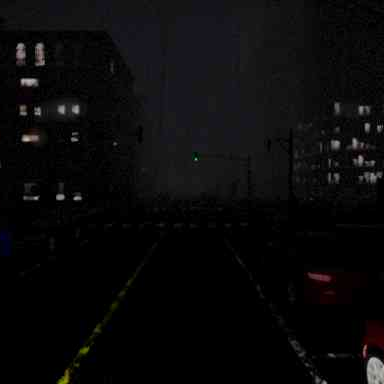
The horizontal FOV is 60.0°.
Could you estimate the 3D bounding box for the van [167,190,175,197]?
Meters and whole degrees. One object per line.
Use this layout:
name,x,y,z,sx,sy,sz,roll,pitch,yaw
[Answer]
van,-5.692,0.477,90.614,1.690,1.788,3.998,-1,1,0

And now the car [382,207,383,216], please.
car,16.721,1.480,25.168,4.403,1.369,2.008,0,1,1

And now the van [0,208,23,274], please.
van,-5.704,1.276,7.383,1.690,1.788,3.998,-1,0,0

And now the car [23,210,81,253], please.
car,-5.700,1.437,12.964,2.008,1.369,4.403,-1,0,0

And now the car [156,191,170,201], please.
car,-5.693,0.992,62.386,1.947,1.339,4.313,-1,1,0

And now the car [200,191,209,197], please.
car,2.651,0.976,51.126,1.967,1.590,4.097,-1,1,0

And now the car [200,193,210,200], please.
car,2.655,0.914,68.064,1.887,1.381,4.507,-1,1,0

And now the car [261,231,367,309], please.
car,2.680,1.517,7.419,1.802,1.307,4.206,-1,0,0

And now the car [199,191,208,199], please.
car,2.655,0.695,79.353,1.967,1.590,4.097,-1,1,0

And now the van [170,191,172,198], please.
van,-5.695,0.711,68.030,1.690,1.788,3.998,-1,1,0

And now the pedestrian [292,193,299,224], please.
pedestrian,6.137,0.976,19.824,0.375,1.860,0.375,-1,1,0

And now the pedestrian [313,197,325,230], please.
pedestrian,7.035,1.152,18.628,0.375,1.860,0.375,-1,1,0

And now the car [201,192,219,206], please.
car,2.652,1.135,45.481,1.887,1.381,4.507,-1,1,0

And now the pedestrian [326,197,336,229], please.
pedestrian,8.137,1.205,19.229,0.375,1.860,0.375,-1,1,0

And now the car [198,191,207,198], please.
car,2.662,0.636,84.999,1.967,1.590,4.097,-1,1,0

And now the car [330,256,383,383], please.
car,2.679,1.528,1.838,1.887,1.381,4.507,-1,0,0

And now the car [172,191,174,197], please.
car,-5.691,0.800,79.323,1.887,1.381,4.507,-1,1,0
